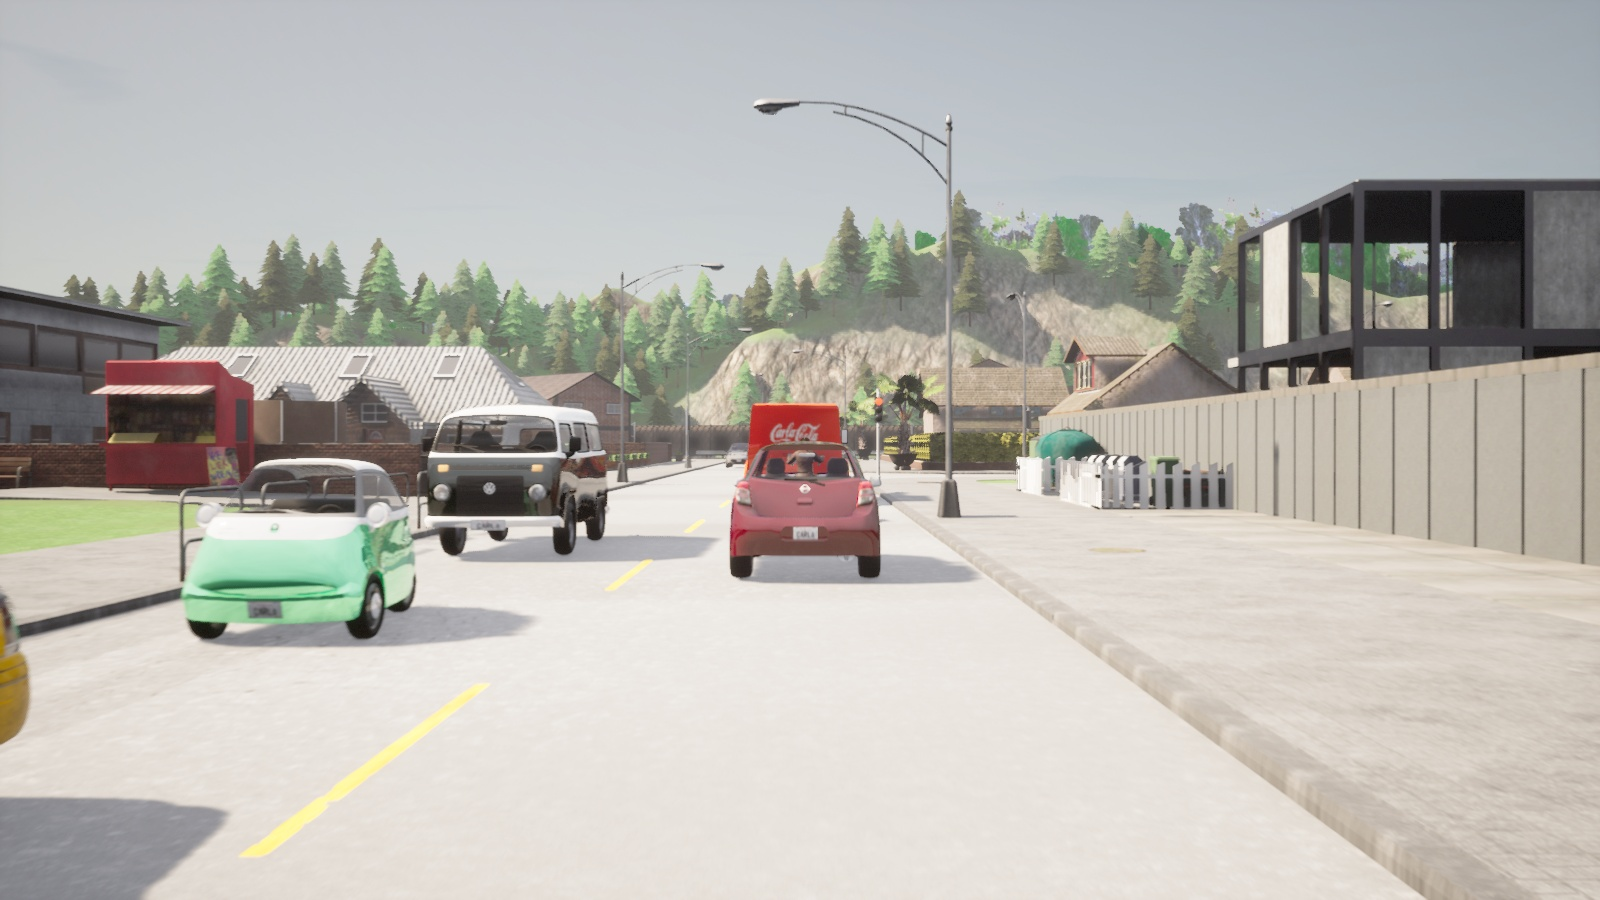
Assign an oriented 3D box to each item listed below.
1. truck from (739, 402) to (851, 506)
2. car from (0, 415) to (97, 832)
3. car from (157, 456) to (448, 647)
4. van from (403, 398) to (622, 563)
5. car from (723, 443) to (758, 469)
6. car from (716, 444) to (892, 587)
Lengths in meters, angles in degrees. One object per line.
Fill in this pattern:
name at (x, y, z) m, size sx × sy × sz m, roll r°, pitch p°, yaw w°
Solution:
truck at (-0.022, 0.078, 32.173) m, size 2.627 × 2.467 × 5.204 m, roll 0°, pitch 0°, yaw 2°
car at (-3.957, 0.667, 2.712) m, size 1.801 × 1.575 × 5.366 m, roll 0°, pitch 0°, yaw 1°
car at (-3.922, 0.740, 10.214) m, size 1.481 × 1.376 × 2.207 m, roll 0°, pitch 0°, yaw 0°
van at (-3.886, 0.366, 17.836) m, size 2.069 × 2.038 × 4.480 m, roll 0°, pitch 0°, yaw 0°
car at (-3.552, 0.332, 75.301) m, size 1.845 × 1.501 × 3.633 m, roll 0°, pitch 0°, yaw 1°
car at (0.079, 0.676, 14.992) m, size 1.845 × 1.501 × 3.633 m, roll 0°, pitch 0°, yaw 1°
